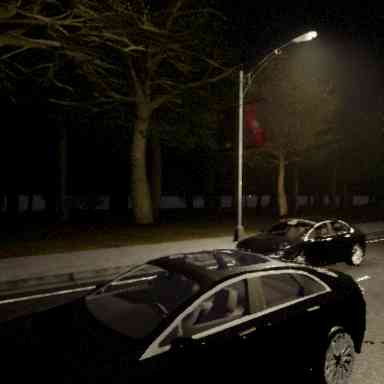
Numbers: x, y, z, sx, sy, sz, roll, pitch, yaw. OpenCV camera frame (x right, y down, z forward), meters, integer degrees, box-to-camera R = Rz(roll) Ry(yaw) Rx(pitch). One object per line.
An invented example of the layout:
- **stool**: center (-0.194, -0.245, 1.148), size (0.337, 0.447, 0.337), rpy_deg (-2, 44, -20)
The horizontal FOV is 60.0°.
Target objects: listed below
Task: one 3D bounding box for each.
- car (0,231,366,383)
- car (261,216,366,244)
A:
- **car**: center (0.019, 1.499, 3.700), size (4.902, 1.511, 2.128), rpy_deg (0, 0, -36)
- **car**: center (3.407, 1.536, 10.117), size (4.892, 1.490, 1.837), rpy_deg (0, 0, -36)
